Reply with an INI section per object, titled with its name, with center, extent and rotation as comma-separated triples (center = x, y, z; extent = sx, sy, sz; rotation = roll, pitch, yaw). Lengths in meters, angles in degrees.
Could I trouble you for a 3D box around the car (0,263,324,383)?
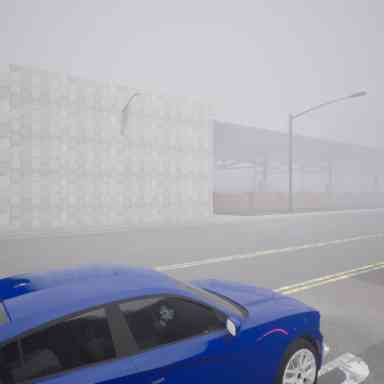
[car]
center = -0.733, 1.478, 3.227
extent = 5.008, 1.535, 1.882
rotation = 0, 0, -36
